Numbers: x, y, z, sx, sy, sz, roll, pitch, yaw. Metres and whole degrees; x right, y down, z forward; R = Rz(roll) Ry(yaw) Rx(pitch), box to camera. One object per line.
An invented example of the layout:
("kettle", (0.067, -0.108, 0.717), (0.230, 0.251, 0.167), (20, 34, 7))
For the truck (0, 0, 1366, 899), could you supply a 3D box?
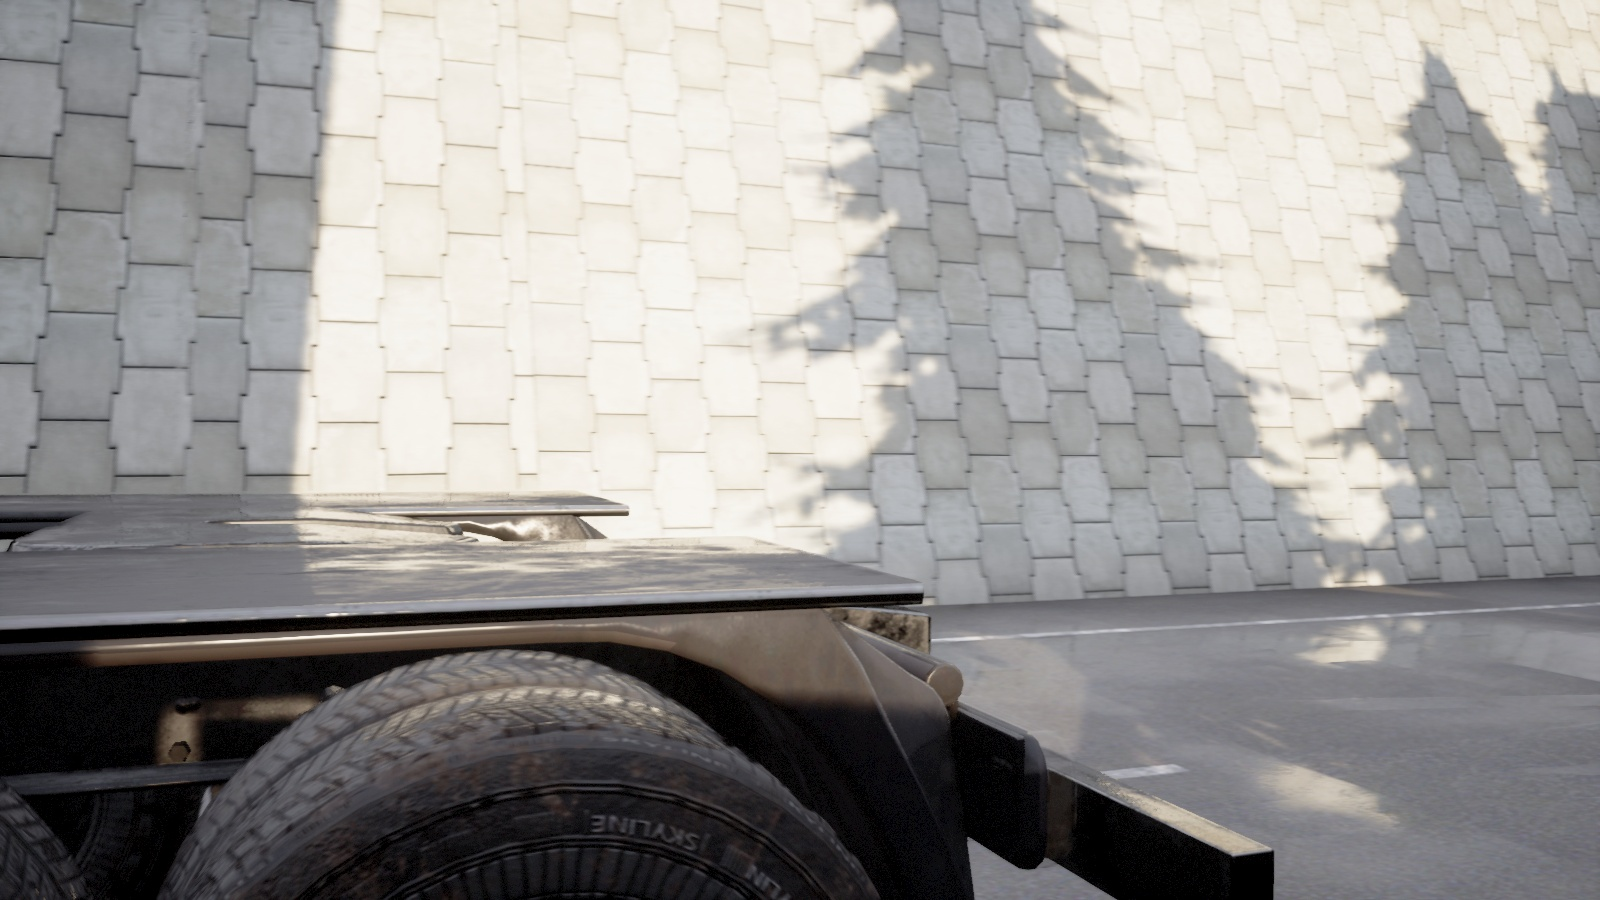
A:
("truck", (-3.312, -0.180, 1.970), (7.936, 3.462, 2.891), (-1, 1, -21))
